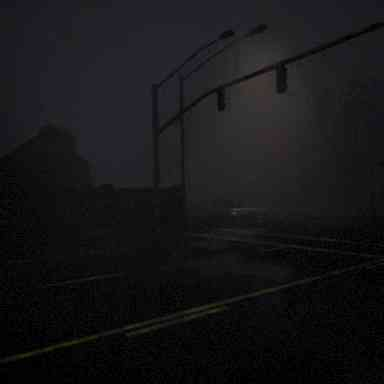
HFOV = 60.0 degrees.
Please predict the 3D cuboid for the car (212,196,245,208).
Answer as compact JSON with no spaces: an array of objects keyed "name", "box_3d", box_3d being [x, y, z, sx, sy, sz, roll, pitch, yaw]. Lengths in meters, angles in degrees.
[{"name":"car","box_3d":[4.270,1.170,40.152,1.812,1.442,4.674,-1,1,-37]}]
